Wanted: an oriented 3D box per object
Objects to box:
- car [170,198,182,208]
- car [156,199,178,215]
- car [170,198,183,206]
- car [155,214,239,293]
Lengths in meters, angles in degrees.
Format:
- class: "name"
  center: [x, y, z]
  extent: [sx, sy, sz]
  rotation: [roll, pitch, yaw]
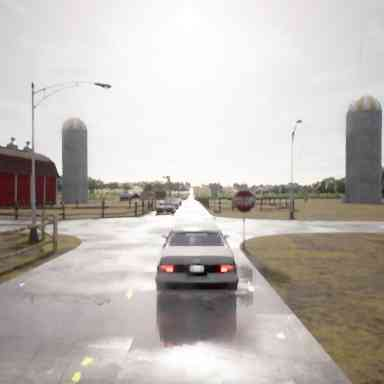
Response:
- class: "car"
  center: [-2.825, 1.654, 47.572]
  extent: [1.882, 1.535, 5.008]
  rotation: [0, -1, 0]
- class: "car"
  center: [-2.769, 1.708, 35.170]
  extent: [1.895, 1.301, 4.718]
  rotation: [0, 0, -2]
- class: "car"
  center: [-2.766, 1.791, 61.582]
  extent: [2.128, 1.511, 4.902]
  rotation: [0, -1, 1]
- class: "car"
  center: [0.102, 1.547, 9.003]
  extent: [2.033, 1.411, 5.357]
  rotation: [0, 0, 0]
